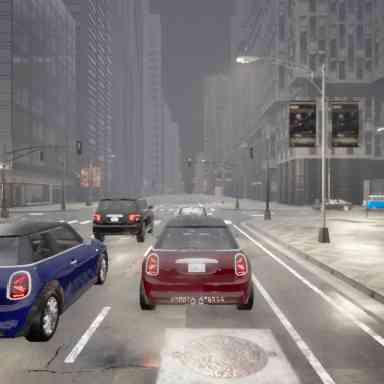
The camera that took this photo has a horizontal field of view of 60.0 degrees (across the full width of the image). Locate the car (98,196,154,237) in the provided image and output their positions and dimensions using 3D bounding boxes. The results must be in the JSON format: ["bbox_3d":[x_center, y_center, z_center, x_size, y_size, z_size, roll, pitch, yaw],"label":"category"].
[{"bbox_3d":[-3.188,1.222,16.352,2.150,2.045,5.566,0,0,0],"label":"car"}]

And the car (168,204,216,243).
[{"bbox_3d":[0.050,1.491,17.147,2.128,1.511,4.902,0,0,2],"label":"car"}]

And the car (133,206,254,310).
[{"bbox_3d":[0.081,1.352,7.960,2.097,1.767,4.553,0,0,0],"label":"car"}]

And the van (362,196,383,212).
[{"bbox_3d":[21.407,1.292,37.556,3.998,1.788,1.690,0,0,0],"label":"van"}]

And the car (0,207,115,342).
[{"bbox_3d":[-3.166,1.352,6.640,2.097,1.767,4.553,0,0,0],"label":"car"}]

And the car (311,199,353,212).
[{"bbox_3d":[15.789,1.513,37.567,4.403,1.369,2.008,0,0,0],"label":"car"}]
